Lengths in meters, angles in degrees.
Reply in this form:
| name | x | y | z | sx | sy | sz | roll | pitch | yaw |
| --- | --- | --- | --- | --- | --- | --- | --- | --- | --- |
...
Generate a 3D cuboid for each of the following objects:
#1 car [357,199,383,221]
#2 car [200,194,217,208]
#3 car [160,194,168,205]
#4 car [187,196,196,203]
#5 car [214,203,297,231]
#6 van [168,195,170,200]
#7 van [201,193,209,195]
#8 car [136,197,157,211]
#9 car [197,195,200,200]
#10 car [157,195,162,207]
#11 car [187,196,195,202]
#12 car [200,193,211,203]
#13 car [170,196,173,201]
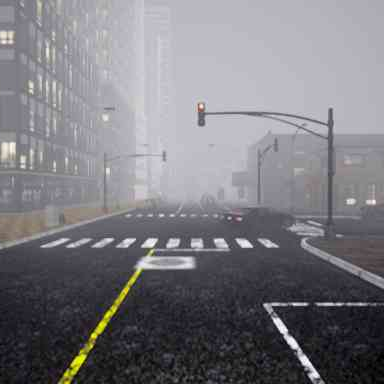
| name | x | y | z | sx | sy | sz | roll | pitch | yaw |
| --- | --- | --- | --- | --- | --- | --- | --- | --- | --- |
| car | 16.462 | 1.429 | 27.425 | 5.009 | 1.841 | 2.192 | 1 | 0 | 1 |
| car | 2.563 | 1.455 | 47.679 | 1.967 | 1.590 | 4.097 | -1 | 0 | 0 |
| car | -5.810 | 1.585 | 59.002 | 1.947 | 1.339 | 4.313 | -1 | 0 | 0 |
| car | -0.168 | 1.547 | 69.853 | 2.128 | 1.511 | 4.902 | 0 | 0 | 0 |
| car | 4.165 | 1.570 | 20.507 | 5.357 | 1.411 | 2.033 | 1 | 0 | -38 |
| van | -5.827 | 1.362 | 64.646 | 1.690 | 1.788 | 3.998 | -1 | 0 | 0 |
| van | 2.548 | 1.358 | 53.324 | 1.690 | 1.788 | 3.998 | -1 | 0 | 0 |
| car | -5.939 | 1.538 | 41.899 | 1.752 | 1.417 | 4.829 | -1 | 0 | 0 |
| car | 2.533 | 1.334 | 58.967 | 2.192 | 1.841 | 5.009 | -1 | 0 | 0 |
| car | -5.782 | 1.581 | 47.713 | 1.947 | 1.339 | 4.313 | -1 | 0 | 0 |
| car | -0.190 | 1.543 | 79.046 | 1.895 | 1.301 | 4.718 | 0 | 0 | 0 |
| car | 2.929 | 1.252 | 73.618 | 2.150 | 2.045 | 5.566 | 0 | 0 | 0 |
| car | -5.879 | 1.556 | 87.052 | 1.752 | 1.417 | 4.829 | -1 | 0 | 0 |
